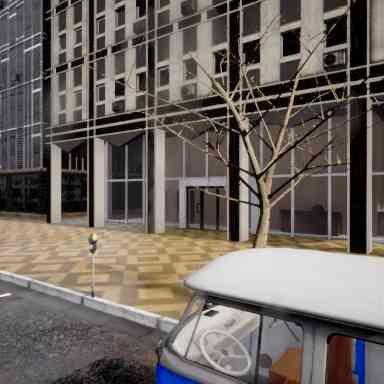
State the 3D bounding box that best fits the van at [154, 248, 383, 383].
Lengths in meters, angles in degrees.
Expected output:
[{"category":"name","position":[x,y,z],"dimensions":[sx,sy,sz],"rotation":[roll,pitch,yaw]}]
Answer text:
[{"category":"van","position":[1.559,1.341,1.758],"dimensions":[3.998,1.788,1.690],"rotation":[0,0,36]}]
